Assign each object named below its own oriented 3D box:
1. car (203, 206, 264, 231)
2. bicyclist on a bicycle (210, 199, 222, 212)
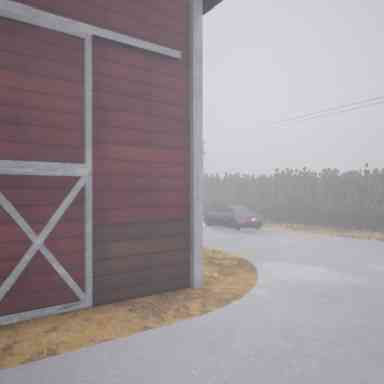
[{"bbox_3d":[2.434,1.538,20.589,1.994,1.385,4.181,0,0,-32],"label":"car"},{"bbox_3d":[1.992,1.440,27.382,1.656,1.620,0.582,1,0,-32],"label":"bicyclist on a bicycle"}]
